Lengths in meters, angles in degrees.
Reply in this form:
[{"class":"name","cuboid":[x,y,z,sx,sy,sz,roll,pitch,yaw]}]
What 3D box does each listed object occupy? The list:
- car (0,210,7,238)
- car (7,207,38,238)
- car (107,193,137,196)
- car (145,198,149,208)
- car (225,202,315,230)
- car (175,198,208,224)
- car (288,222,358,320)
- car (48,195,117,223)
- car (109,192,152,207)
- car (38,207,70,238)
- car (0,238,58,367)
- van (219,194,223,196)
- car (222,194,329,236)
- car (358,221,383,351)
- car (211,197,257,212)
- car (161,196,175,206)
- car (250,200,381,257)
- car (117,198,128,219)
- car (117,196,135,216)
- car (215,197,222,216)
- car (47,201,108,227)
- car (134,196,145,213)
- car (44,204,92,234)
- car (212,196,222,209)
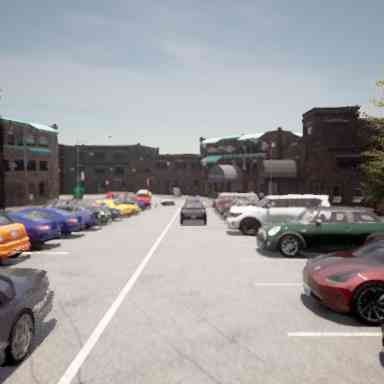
[{"class":"car","cuboid":[-7.707,1.207,7.512,5.566,2.045,2.435,0,0,0]},{"class":"car","cuboid":[-7.647,1.325,10.325,4.553,1.767,2.185,0,0,0]},{"class":"car","cuboid":[-7.643,1.254,33.960,4.553,1.767,2.185,0,0,0]},{"class":"car","cuboid":[-7.679,1.349,36.791,5.008,1.535,2.097,0,1,0]},{"class":"car","cuboid":[4.648,1.422,20.429,5.008,1.535,2.097,0,0,0]},{"class":"car","cuboid":[0.104,1.423,24.195,2.128,1.511,4.902,0,0,0]},{"class":"car","cuboid":[4.621,1.491,6.462,4.792,1.488,2.163,0,0,0]},{"class":"car","cuboid":[-7.707,1.292,22.203,4.553,1.767,2.185,0,0,0]},{"class":"car","cuboid":[-7.644,1.042,39.731,5.566,2.045,2.435,0,1,0]},{"class":"car","cuboid":[-7.675,1.483,13.264,4.674,1.452,2.002,0,0,0]},{"class":"car","cuboid":[-3.100,1.539,3.018,2.033,1.411,5.357,0,0,0]},{"class":"van","cuboid":[4.540,1.152,34.393,4.442,1.987,1.878,0,1,0]},{"class":"car","cuboid":[4.625,1.179,17.634,5.566,2.045,2.435,0,0,0]},{"class":"car","cuboid":[4.682,1.344,3.666,4.553,1.767,2.185,0,0,0]},{"class":"car","cuboid":[4.651,1.344,37.203,4.892,1.521,2.231,0,1,0]},{"class":"car","cuboid":[-3.258,1.224,46.037,1.895,1.301,4.718,0,2,-7]},{"class":"car","cuboid":[4.683,1.320,12.172,4.553,1.767,2.185,0,0,0]},{"class":"car","cuboid":[-7.682,1.411,25.016,4.892,1.521,2.231,0,0,0]},{"class":"car","cuboid":[-7.860,1.398,28.079,5.366,1.575,1.946,0,0,0]},{"class":"car","cuboid":[4.657,1.439,28.810,4.674,1.452,2.002,0,0,0]},{"class":"car","cuboid":[-7.706,1.455,19.266,4.792,1.488,2.163,0,0,0]},{"class":"car","cuboid":[-7.489,1.390,31.019,5.366,1.575,1.946,0,0,0]},{"class":"car","cuboid":[-7.674,1.474,16.327,4.674,1.452,2.002,0,0,0]},{"class":"car","cuboid":[4.662,1.393,31.600,4.892,1.521,2.231,0,0,0]}]
